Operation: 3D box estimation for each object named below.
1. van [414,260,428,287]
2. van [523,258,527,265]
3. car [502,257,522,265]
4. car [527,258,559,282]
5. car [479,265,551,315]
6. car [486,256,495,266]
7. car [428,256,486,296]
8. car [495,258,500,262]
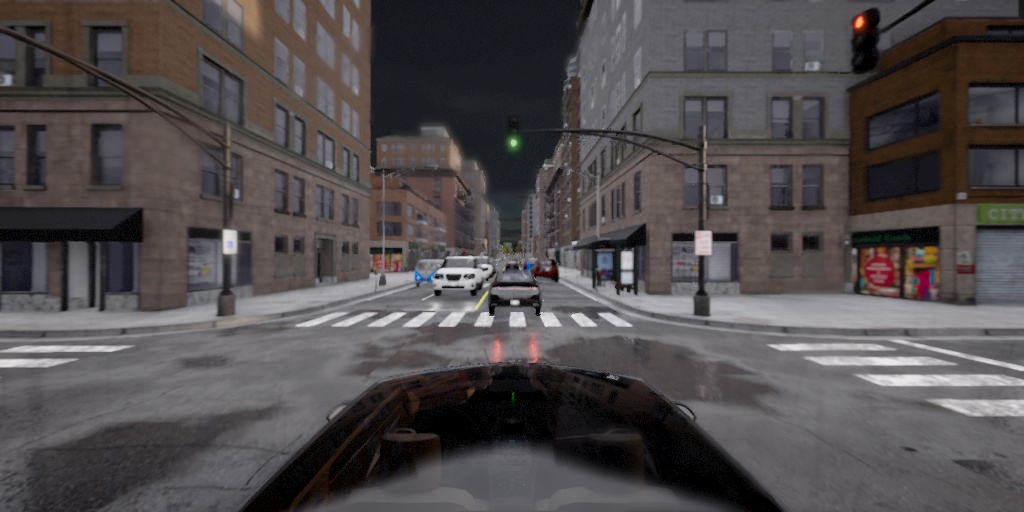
[{"bbox_3d":[-5.404,1.130,24.328,1.690,1.789,3.998,0,0,0],"label":"van"},{"bbox_3d":[2.698,1.198,45.952,1.690,1.789,3.998,0,0,0],"label":"van"},{"bbox_3d":[0.010,1.334,48.703,1.882,1.535,5.008,0,0,0],"label":"car"},{"bbox_3d":[2.710,1.136,29.734,2.192,1.841,5.009,0,0,0],"label":"car"},{"bbox_3d":[0.100,1.270,13.824,2.128,1.511,4.902,0,0,0],"label":"car"},{"bbox_3d":[-2.844,1.031,30.455,2.150,2.045,5.566,0,0,0],"label":"car"},{"bbox_3d":[-2.848,1.008,20.031,2.150,2.045,5.566,0,0,0],"label":"car"},{"bbox_3d":[-2.827,1.324,40.909,2.128,1.511,4.902,0,0,0],"label":"car"}]
